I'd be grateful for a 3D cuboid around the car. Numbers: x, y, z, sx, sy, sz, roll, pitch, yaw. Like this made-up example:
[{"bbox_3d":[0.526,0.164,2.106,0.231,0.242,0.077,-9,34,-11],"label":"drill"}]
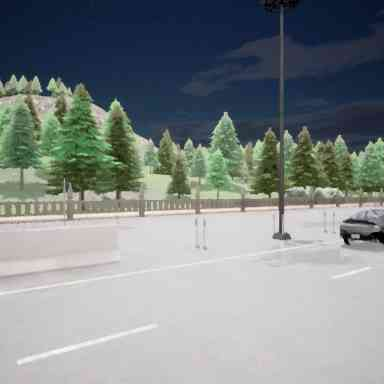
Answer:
[{"bbox_3d":[8.233,1.492,14.162,4.902,1.511,2.128,0,0,-36],"label":"car"}]
